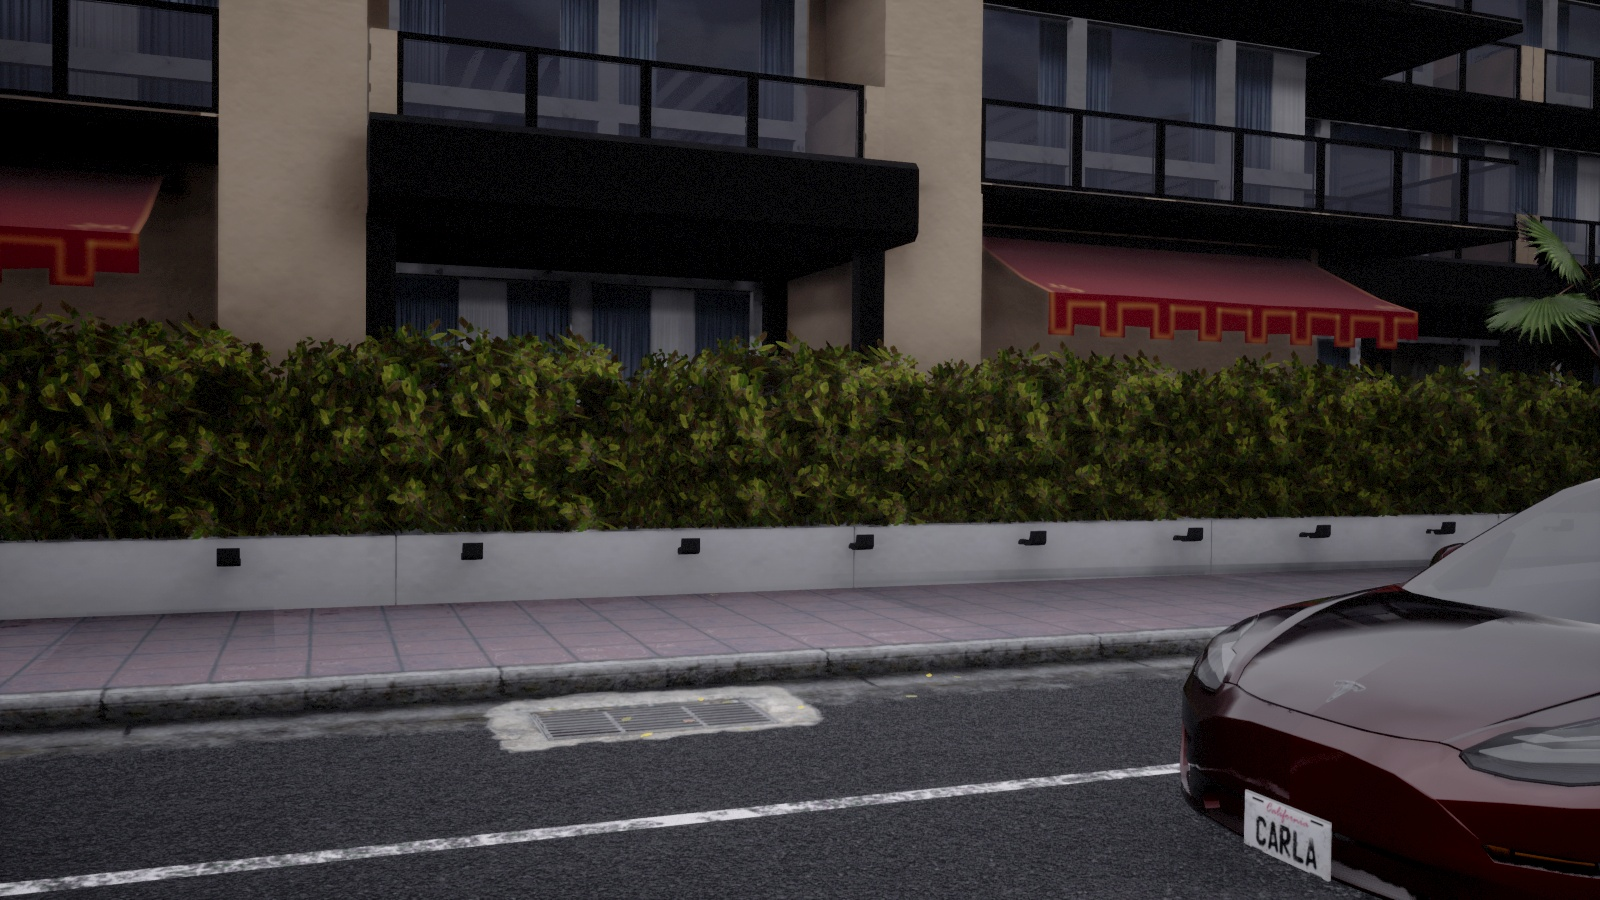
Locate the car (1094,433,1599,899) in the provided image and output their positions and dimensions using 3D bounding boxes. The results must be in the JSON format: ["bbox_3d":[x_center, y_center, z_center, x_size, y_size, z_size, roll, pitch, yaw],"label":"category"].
[{"bbox_3d":[3.760,0.681,4.671,4.792,1.488,2.163,-1,1,-21],"label":"car"}]
